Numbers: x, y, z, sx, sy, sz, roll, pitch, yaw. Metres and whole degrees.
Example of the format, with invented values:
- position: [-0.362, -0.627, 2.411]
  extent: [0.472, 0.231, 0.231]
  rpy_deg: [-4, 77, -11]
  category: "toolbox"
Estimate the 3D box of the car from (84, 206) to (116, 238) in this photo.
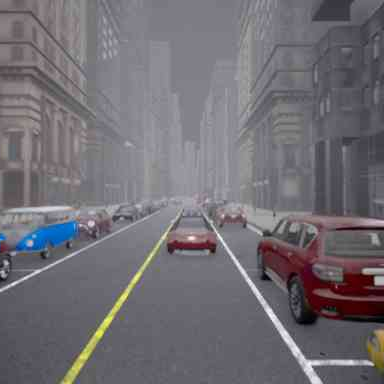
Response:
- position: [-5.776, 1.613, 18.372]
  extent: [1.967, 1.590, 4.097]
  rpy_deg: [0, -1, 0]
  category: "car"

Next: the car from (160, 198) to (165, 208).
- position: [-5.808, 2.039, 51.980]
  extent: [2.008, 1.369, 4.403]
  rpy_deg: [0, -1, 0]
  category: "car"

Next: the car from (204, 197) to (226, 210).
- position: [2.734, 1.645, 35.189]
  extent: [2.192, 1.841, 5.009]
  rpy_deg: [0, -1, 0]
  category: "car"

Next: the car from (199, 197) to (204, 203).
- position: [2.712, 2.086, 57.595]
  extent: [1.887, 1.381, 4.507]
  rpy_deg: [0, -1, 0]
  category: "car"

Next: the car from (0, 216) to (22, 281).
- position: [-5.766, 1.508, 7.169]
  extent: [1.967, 1.590, 4.097]
  rpy_deg: [0, -1, 0]
  category: "car"

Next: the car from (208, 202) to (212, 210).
- position: [2.738, 1.843, 29.585]
  extent: [1.947, 1.339, 4.313]
  rpy_deg: [0, -1, 0]
  category: "car"

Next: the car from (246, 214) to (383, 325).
- position: [2.760, 1.383, 7.180]
  extent: [2.192, 1.841, 5.009]
  rpy_deg: [0, -1, 0]
  category: "car"

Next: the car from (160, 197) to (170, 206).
- position: [-5.818, 2.034, 63.184]
  extent: [1.967, 1.590, 4.097]
  rpy_deg: [0, -1, 0]
  category: "car"

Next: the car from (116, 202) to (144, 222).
- position: [-5.787, 1.843, 29.574]
  extent: [1.947, 1.339, 4.313]
  rpy_deg: [0, -1, 0]
  category: "car"

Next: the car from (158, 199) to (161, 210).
- position: [-5.803, 1.959, 46.209]
  extent: [1.752, 1.417, 4.829]
  rpy_deg: [0, -1, 0]
  category: "car"

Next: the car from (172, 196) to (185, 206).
- position: [-3.067, 2.174, 71.726]
  extent: [1.837, 1.490, 4.892]
  rpy_deg: [0, -1, 0]
  category: "car"

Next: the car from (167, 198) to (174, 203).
- position: [-5.845, 2.443, 91.190]
  extent: [1.802, 1.307, 4.206]
  rpy_deg: [0, -1, 0]
  category: "car"

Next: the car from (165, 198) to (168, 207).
- position: [-5.814, 2.107, 57.582]
  extent: [1.947, 1.339, 4.313]
  rpy_deg: [0, -1, 0]
  category: "car"

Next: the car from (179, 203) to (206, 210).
- position: [-0.025, 1.874, 29.098]
  extent: [1.895, 1.301, 4.718]
  rpy_deg: [0, 0, 0]
  category: "car"

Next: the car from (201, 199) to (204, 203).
- position: [2.722, 1.986, 46.391]
  extent: [2.008, 1.369, 4.403]
  rpy_deg: [0, -1, 0]
  category: "car"

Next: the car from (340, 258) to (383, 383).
- position: [2.764, 1.543, 1.746]
  extent: [1.752, 1.417, 4.829]
  rpy_deg: [0, -1, 0]
  category: "car"

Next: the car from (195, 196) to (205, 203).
- position: [2.320, 1.975, 79.317]
  extent: [2.150, 2.045, 5.566]
  rpy_deg: [0, -1, 0]
  category: "car"

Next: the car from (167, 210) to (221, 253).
- position: [-0.007, 1.699, 14.293]
  extent: [1.994, 1.385, 4.181]
  rpy_deg: [0, 0, 0]
  category: "car"

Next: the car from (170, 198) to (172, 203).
- position: [-5.823, 1.962, 68.787]
  extent: [2.192, 1.841, 5.009]
  rpy_deg: [0, -1, 0]
  category: "car"

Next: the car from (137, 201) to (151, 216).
- position: [-5.793, 1.912, 35.175]
  extent: [1.802, 1.307, 4.206]
  rpy_deg: [0, -1, 0]
  category: "car"

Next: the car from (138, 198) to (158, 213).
- position: [-5.797, 1.698, 40.779]
  extent: [2.192, 1.841, 5.009]
  rpy_deg: [0, -1, 0]
  category: "car"

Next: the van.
- position: [-5.771, 1.461, 12.771]
  extent: [1.690, 1.788, 3.998]
  rpy_deg: [0, -1, 0]
  category: "van"

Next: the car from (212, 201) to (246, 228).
- position: [2.744, 1.665, 23.985]
  extent: [1.967, 1.590, 4.097]
  rpy_deg: [0, -1, 0]
  category: "car"
